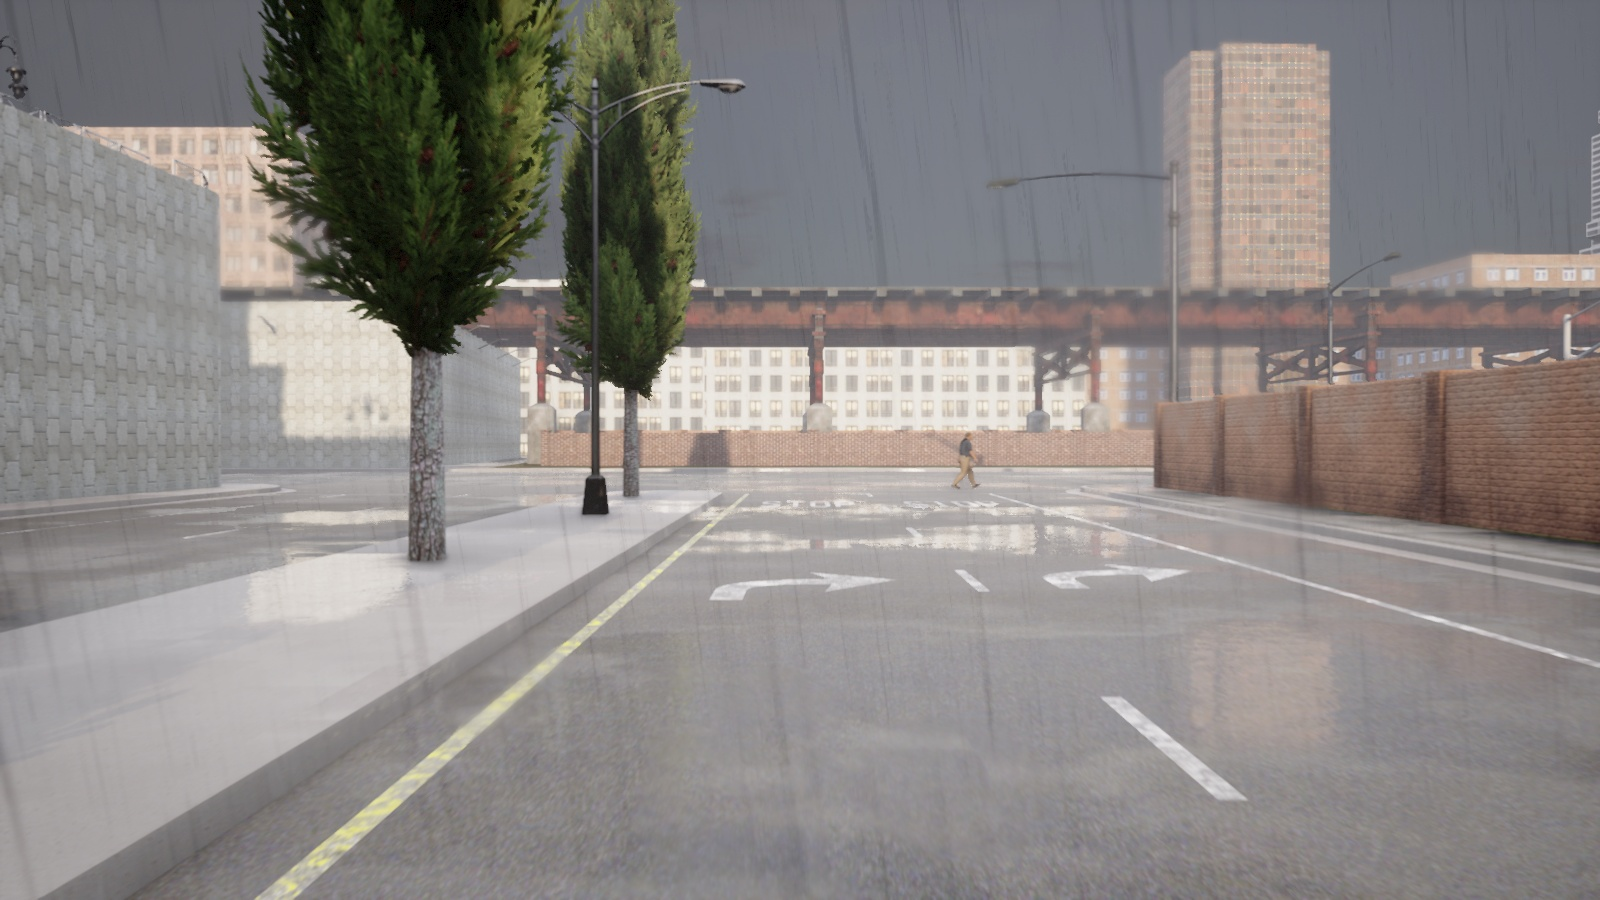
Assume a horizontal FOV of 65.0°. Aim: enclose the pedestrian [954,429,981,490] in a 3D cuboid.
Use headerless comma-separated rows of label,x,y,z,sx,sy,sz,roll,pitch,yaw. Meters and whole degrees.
pedestrian,5.157,0.295,38.668,0.694,1.848,0.540,0,0,-11
